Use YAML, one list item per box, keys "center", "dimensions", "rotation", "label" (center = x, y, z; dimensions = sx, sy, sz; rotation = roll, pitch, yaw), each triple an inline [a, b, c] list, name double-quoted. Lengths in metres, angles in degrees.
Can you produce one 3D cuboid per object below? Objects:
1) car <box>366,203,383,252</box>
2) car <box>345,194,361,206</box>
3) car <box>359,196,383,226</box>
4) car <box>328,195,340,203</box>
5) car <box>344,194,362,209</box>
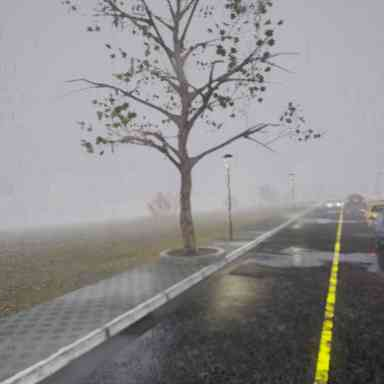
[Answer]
- center: [7.862, 1.339, 12.571]
  dimensions: [1.812, 1.442, 4.674]
  rotation: [-3, -1, 25]
  label: "car"
- center: [22.858, 1.109, 47.310]
  dimensions: [1.812, 1.442, 4.674]
  rotation: [-3, -1, 25]
  label: "car"
- center: [10.435, 1.223, 18.200]
  dimensions: [1.801, 1.575, 5.366]
  rotation: [-3, -1, 25]
  label: "car"
- center: [24.652, 1.231, 57.825]
  dimensions: [1.895, 1.301, 4.718]
  rotation: [-3, -1, 25]
  label: "car"
- center: [18.707, 1.001, 38.189]
  dimensions: [2.097, 1.767, 4.553]
  rotation: [-3, -1, 25]
  label: "car"
